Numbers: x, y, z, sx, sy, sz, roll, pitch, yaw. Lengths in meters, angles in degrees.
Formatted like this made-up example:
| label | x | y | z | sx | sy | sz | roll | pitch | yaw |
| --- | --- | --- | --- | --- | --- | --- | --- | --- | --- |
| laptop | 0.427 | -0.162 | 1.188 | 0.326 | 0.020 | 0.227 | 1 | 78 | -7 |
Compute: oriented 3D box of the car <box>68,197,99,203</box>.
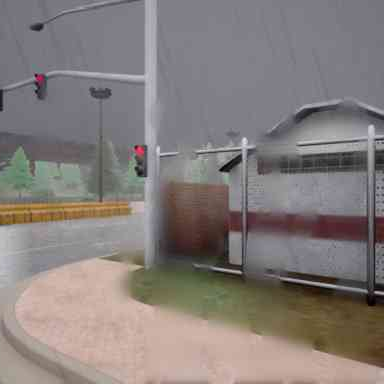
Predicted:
| label | x | y | z | sx | sy | sz | roll | pitch | yaw |
| --- | --- | --- | --- | --- | --- | --- | --- | --- | --- |
| car | -14.080 | 1.495 | 42.413 | 1.837 | 1.490 | 4.892 | 0 | 2 | 34 |
